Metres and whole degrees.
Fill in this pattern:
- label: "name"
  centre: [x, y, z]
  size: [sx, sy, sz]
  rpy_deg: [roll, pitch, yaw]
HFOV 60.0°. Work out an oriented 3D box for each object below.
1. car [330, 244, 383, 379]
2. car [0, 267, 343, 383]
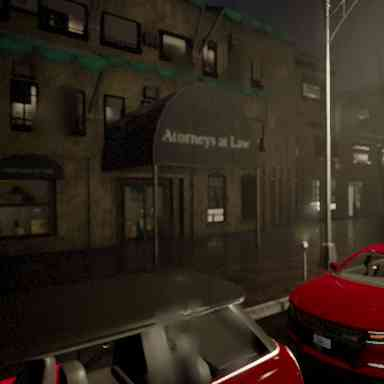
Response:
- label: "car"
  centre: [3.380, 1.538, 5.280]
  size: [4.507, 1.381, 1.887]
  rpy_deg: [0, 0, -35]
- label: "car"
  centre: [-1.142, 1.440, 2.065]
  size: [4.097, 1.590, 1.967]
  rpy_deg: [0, 0, -35]
